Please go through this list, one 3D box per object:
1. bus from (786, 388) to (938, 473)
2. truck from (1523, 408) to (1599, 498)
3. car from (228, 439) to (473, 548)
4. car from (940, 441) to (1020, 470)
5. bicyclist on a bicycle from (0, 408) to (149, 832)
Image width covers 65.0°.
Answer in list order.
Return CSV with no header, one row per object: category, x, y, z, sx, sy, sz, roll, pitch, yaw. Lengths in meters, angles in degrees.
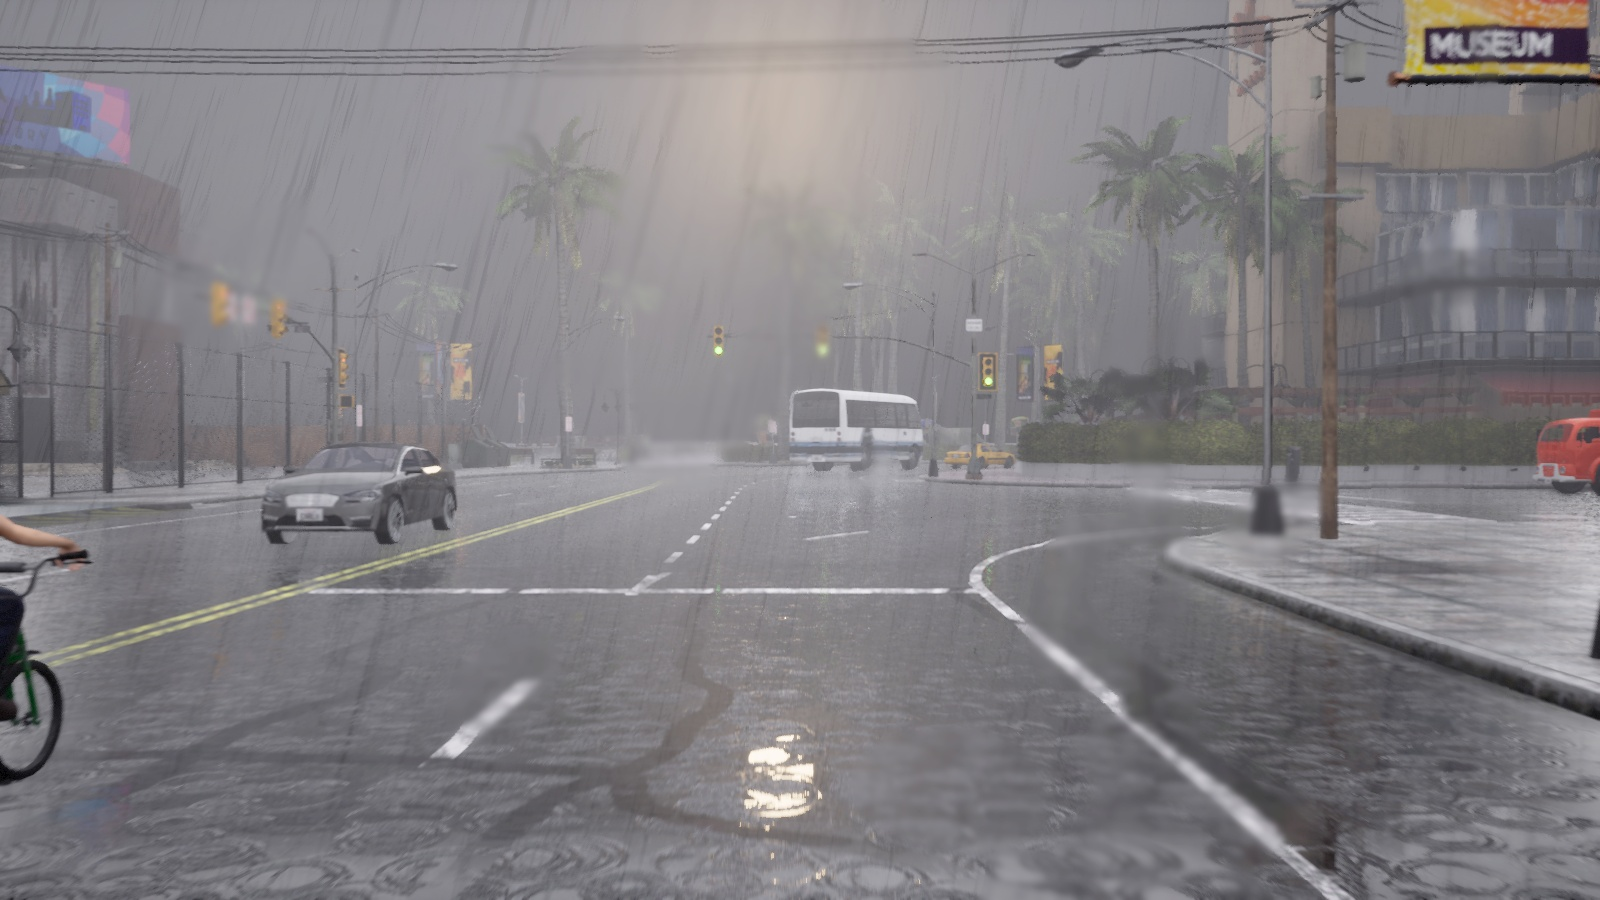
bus,3.568,-1.012,68.318,3.944,4.253,10.273,0,0,30
truck,23.888,0.078,35.672,5.204,2.467,2.627,0,0,0
car,-6.867,0.585,19.849,2.128,1.511,4.902,0,0,0
car,10.222,0.293,71.039,1.801,1.575,5.366,0,0,41
bicyclist on a bicycle,-3.476,0.653,5.077,0.866,1.612,1.509,0,-1,1
